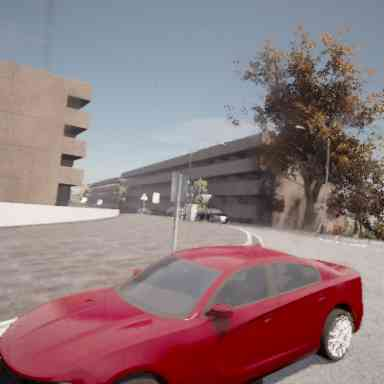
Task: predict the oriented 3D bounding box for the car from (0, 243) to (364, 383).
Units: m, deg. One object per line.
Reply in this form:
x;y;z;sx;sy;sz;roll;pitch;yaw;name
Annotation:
0.299;1.510;4.435;5.008;1.535;1.882;1;0;-35;car

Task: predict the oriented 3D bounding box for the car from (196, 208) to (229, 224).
2.084;2.457;34.482;2.128;1.511;4.902;6;-4;-23;car

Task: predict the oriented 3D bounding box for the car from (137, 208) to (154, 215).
-8.052;3.539;56.927;1.837;1.490;4.892;6;-7;-25;car

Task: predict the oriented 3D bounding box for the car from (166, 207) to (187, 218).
-1.910;2.727;43.665;2.128;1.511;4.902;6;-5;-24;car
